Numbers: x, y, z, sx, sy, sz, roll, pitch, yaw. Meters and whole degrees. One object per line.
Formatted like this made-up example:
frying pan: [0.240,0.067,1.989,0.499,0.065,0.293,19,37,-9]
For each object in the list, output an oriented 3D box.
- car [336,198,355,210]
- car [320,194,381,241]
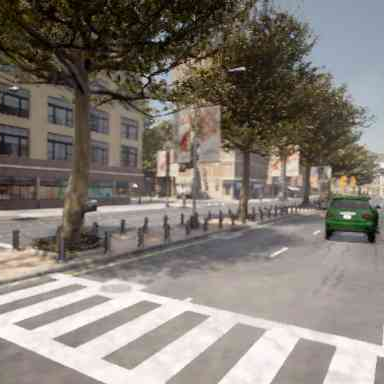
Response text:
car: [20.354,1.526,44.027,1.812,1.442,4.674,1,1,31]
car: [8.412,1.228,17.325,2.150,2.045,5.566,1,1,31]
